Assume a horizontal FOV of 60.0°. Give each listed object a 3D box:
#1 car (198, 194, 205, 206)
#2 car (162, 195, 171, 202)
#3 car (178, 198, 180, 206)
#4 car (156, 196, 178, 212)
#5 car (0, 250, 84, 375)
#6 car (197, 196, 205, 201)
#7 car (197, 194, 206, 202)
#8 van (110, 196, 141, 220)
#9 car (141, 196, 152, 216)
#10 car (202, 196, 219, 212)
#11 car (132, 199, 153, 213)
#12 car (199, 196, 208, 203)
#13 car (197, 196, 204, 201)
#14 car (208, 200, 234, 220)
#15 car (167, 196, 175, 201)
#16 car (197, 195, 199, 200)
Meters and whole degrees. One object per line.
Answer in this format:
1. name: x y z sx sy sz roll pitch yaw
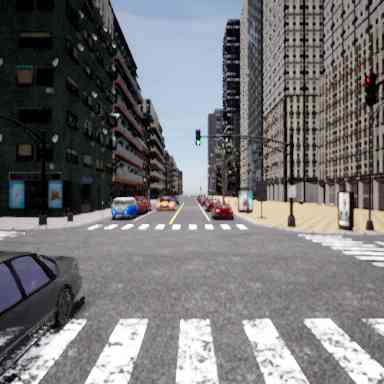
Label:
1. car: 2.506 1.549 56.153 1.967 1.590 4.097 0 0 0
2. car: -5.950 1.606 78.235 1.967 1.590 4.097 0 0 0
3. car: -3.202 1.536 59.099 1.882 1.535 5.008 0 0 0
4. car: -3.137 1.420 39.955 2.097 1.767 4.553 0 0 0
5. car: -3.015 1.554 4.249 2.033 1.411 5.357 0 0 0
6. car: 2.392 1.746 89.318 2.008 1.369 4.403 0 0 0
7. car: 2.412 1.495 83.791 2.192 1.841 5.009 0 0 0
8. van: -5.780 1.392 28.487 1.690 1.788 3.998 0 0 0
9. car: -5.798 1.377 34.015 2.192 1.841 5.009 0 0 0
10. car: 2.563 1.513 39.570 1.967 1.590 4.097 0 0 0
11. car: -5.819 1.618 39.543 1.887 1.381 4.507 0 0 0
12. car: 2.449 1.696 72.735 1.887 1.381 4.507 0 0 0
13. car: 2.373 1.794 94.846 1.802 1.307 4.206 0 0 0
14. car: 2.599 1.633 28.514 1.802 1.307 4.206 0 0 0
15. car: -6.008 1.777 94.818 1.947 1.339 4.313 0 0 0
16. car: 2.467 1.688 67.208 2.008 1.369 4.403 0 0 0
